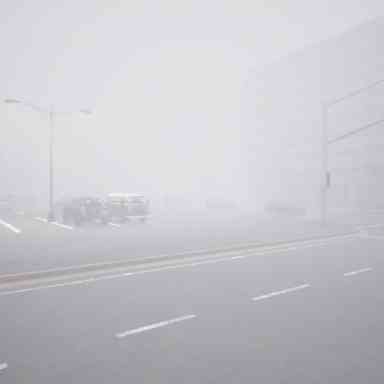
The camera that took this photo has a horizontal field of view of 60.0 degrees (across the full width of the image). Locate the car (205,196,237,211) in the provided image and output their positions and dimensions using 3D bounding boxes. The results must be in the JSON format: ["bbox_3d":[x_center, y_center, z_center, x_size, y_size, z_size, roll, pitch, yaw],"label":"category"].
[{"bbox_3d":[3.622,1.407,42.191,2.097,1.767,4.553,0,0,-35],"label":"car"}]

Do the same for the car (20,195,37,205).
[{"bbox_3d":[-27.204,1.209,55.403,1.932,1.855,4.605,0,0,-35],"label":"car"}]

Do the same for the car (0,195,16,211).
[{"bbox_3d":[-21.730,1.451,37.950,1.970,1.475,3.806,0,0,-35],"label":"car"}]

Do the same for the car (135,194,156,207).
[{"bbox_3d":[-8.853,1.547,66.074,2.128,1.511,4.902,0,0,-35],"label":"car"}]

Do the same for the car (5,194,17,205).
[{"bbox_3d":[-29.599,1.212,53.777,1.905,1.878,3.866,0,0,-35],"label":"car"}]

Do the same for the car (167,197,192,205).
[{"bbox_3d":[-2.432,1.603,63.057,2.033,1.411,5.357,0,0,-35],"label":"car"}]

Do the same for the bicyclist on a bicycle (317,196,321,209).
[{"bbox_3d":[16.592,1.356,42.905,1.656,1.620,0.582,0,0,-35],"label":"bicyclist on a bicycle"}]

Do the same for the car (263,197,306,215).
[{"bbox_3d":[9.380,1.581,34.131,1.812,1.442,4.674,0,0,-36],"label":"car"}]

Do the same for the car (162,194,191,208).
[{"bbox_3d":[-2.474,1.277,50.768,2.150,2.045,5.566,0,0,-36],"label":"car"}]
